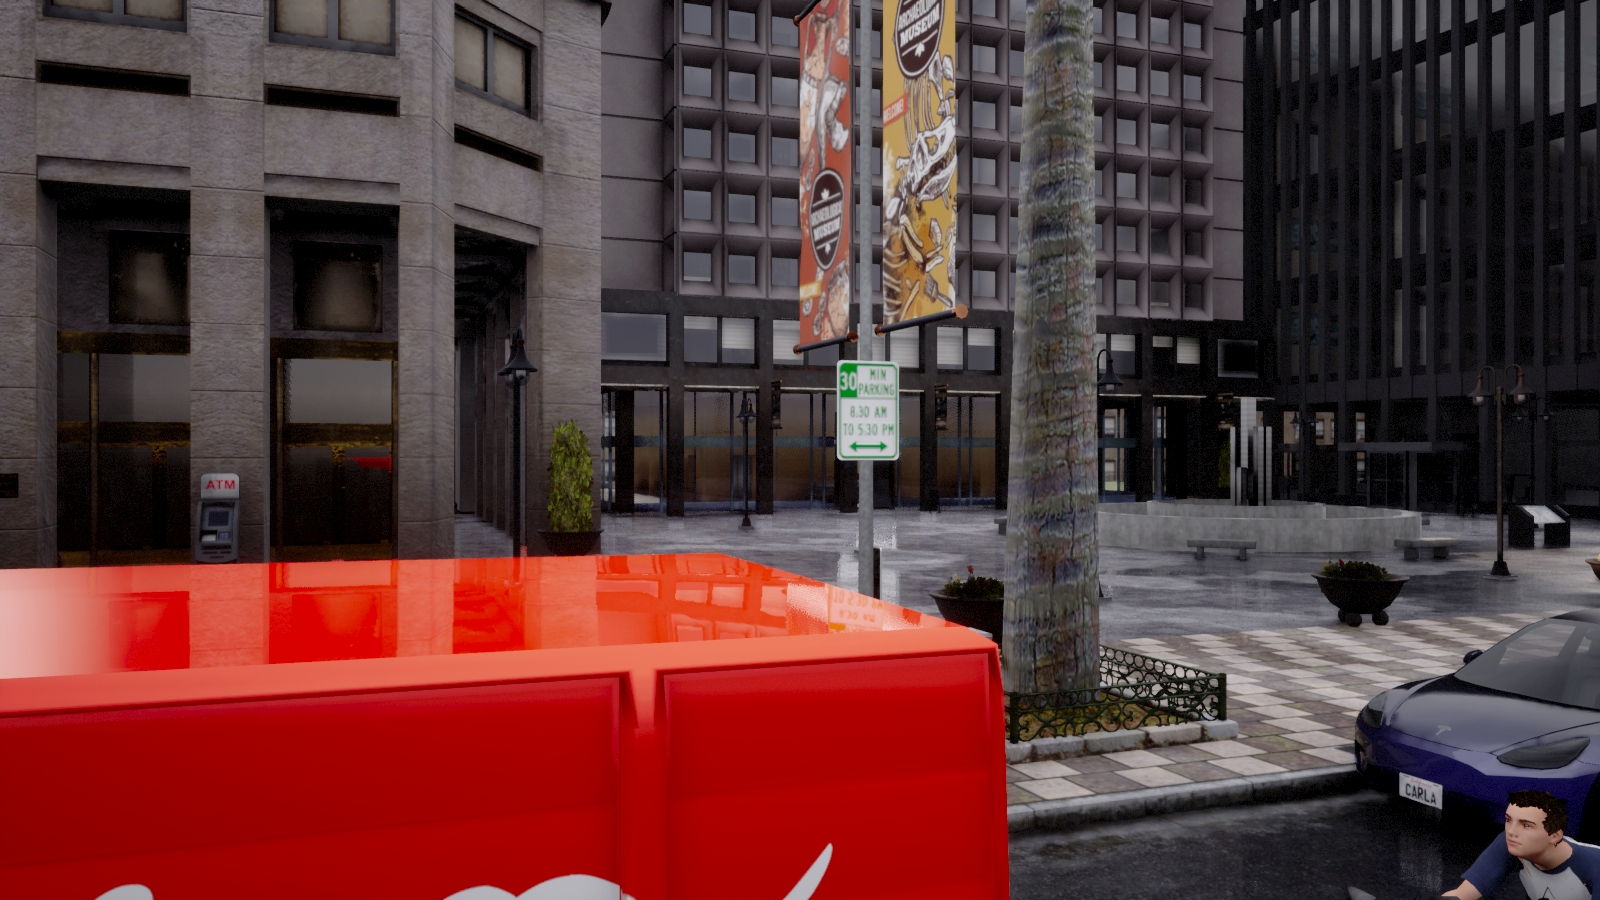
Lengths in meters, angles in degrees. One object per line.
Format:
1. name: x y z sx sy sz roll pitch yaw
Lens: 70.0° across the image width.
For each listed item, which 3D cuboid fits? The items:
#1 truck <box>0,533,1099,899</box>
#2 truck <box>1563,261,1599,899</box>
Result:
1. truck: -2.337 1.568 2.464 5.204 2.467 2.627 0 0 -20
2. truck: 8.736 0.895 6.469 8.468 3.827 2.891 0 0 -20
